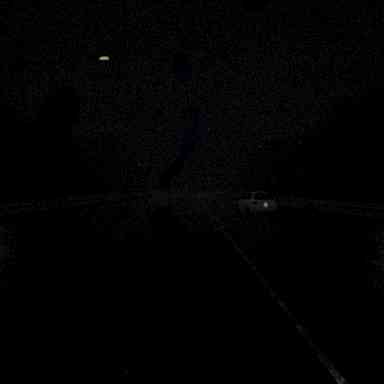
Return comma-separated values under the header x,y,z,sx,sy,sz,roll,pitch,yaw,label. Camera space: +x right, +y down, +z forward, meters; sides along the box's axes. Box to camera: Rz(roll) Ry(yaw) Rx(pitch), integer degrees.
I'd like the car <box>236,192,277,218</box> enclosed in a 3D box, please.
x,y,z,sx,sy,sz,roll,pitch,yaw,label
5.227,0.992,27.513,2.150,2.045,5.566,0,0,-6,car
